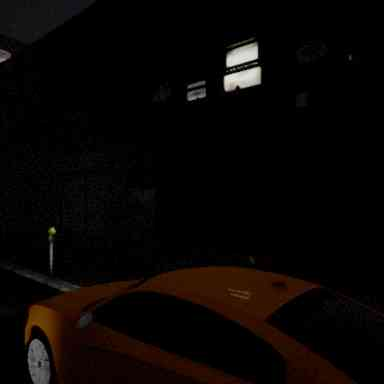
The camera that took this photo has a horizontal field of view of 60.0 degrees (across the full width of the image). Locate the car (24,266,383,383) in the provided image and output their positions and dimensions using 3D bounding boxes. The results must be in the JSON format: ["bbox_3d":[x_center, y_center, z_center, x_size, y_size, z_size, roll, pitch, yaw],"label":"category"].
[{"bbox_3d":[0.107,1.529,3.390,5.008,1.535,1.882,0,-1,40],"label":"car"}]
